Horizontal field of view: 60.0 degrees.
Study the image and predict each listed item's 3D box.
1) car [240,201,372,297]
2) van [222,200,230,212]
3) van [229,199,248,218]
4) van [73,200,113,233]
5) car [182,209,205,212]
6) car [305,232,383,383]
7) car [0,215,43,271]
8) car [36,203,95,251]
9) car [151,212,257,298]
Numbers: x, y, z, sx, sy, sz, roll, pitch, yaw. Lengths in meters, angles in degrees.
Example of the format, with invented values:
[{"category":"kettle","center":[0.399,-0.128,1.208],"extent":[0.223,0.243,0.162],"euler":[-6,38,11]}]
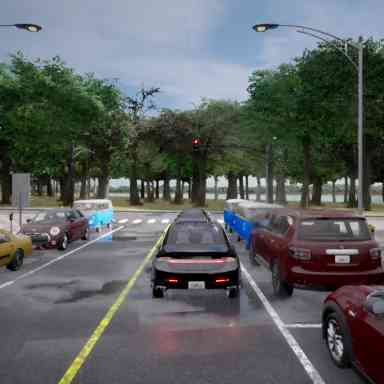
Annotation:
[{"category":"car","center":[2.759,1.315,8.488],"extent":[2.192,1.841,5.009],"euler":[0,0,0]},{"category":"van","center":[2.757,1.342,19.363],"extent":[1.690,1.788,3.998],"euler":[0,0,0]},{"category":"van","center":[2.758,1.342,13.926],"extent":[1.690,1.788,3.998],"euler":[0,0,0]},{"category":"van","center":[-5.769,1.342,19.362],"extent":[1.690,1.788,3.998],"euler":[0,0,0]},{"category":"car","center":[0.053,1.565,17.438],"extent":[1.994,1.385,4.181],"euler":[0,0,1]},{"category":"car","center":[2.760,1.440,3.051],"extent":[1.967,1.590,4.097],"euler":[0,0,0]},{"category":"car","center":[-5.766,1.525,8.317],"extent":[1.752,1.417,4.829],"euler":[0,0,0]},{"category":"car","center":[-5.767,1.441,13.924],"extent":[1.967,1.590,4.097],"euler":[0,0,0]},{"category":"car","center":[0.088,1.492,8.520],"extent":[2.128,1.511,4.902],"euler":[0,0,0]}]
